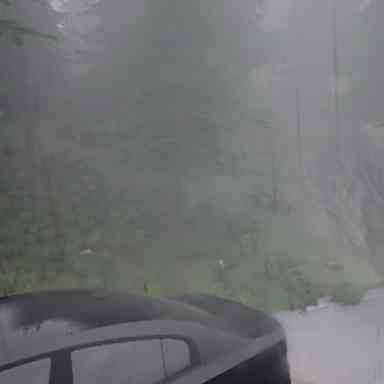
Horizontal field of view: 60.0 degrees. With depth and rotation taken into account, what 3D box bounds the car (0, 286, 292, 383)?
[{"bbox_3d":[-1.385,1.541,2.175,5.008,1.535,1.882,1,-1,-39],"label":"car"}]
